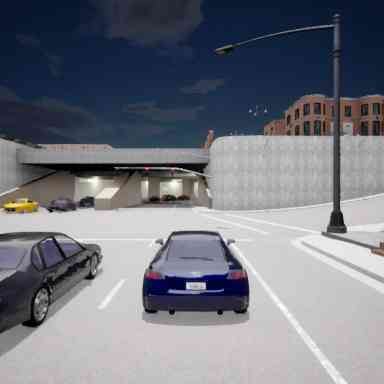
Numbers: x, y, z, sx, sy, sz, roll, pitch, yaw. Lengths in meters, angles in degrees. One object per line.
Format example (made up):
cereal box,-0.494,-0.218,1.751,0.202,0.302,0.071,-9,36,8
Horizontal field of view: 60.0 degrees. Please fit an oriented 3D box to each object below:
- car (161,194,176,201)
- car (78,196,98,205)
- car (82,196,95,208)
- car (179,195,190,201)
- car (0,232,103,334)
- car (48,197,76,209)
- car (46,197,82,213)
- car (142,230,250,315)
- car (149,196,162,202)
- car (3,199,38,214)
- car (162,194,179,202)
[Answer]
car,-5.952,1.355,84.921,2.097,1.767,4.553,0,0,24
car,-18.668,1.491,59.759,2.128,1.511,4.902,0,0,-1
car,-14.938,1.526,49.351,1.812,1.442,4.674,0,0,-1
car,-2.146,1.524,84.959,1.812,1.442,4.674,0,0,28
car,-3.426,1.547,6.955,2.033,1.411,5.357,0,0,0
car,-18.389,1.492,47.330,2.128,1.511,4.902,0,0,-1
car,-14.615,1.547,37.757,2.033,1.411,5.357,0,0,-2
car,0.075,1.564,7.653,1.994,1.385,4.181,0,0,0
car,-8.292,1.540,74.870,2.033,1.411,5.357,0,0,6
car,-17.888,1.477,34.927,1.882,1.535,5.008,0,0,-5
car,-4.773,1.355,75.163,2.097,1.767,4.553,0,0,6
